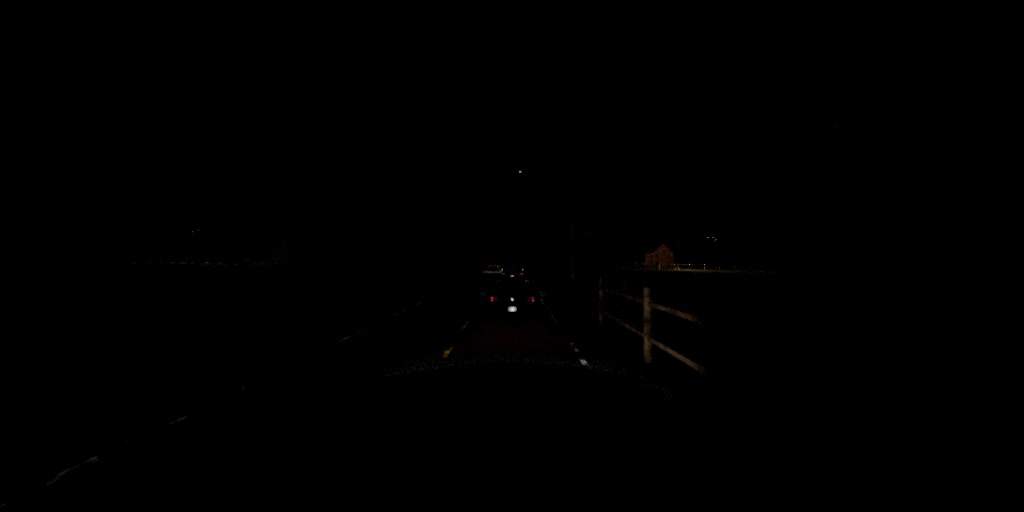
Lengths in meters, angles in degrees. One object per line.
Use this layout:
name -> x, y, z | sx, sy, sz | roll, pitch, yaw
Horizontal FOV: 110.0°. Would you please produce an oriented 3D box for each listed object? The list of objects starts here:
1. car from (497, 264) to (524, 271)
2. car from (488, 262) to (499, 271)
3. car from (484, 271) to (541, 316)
car -> 0.043, 1.520, 29.611 | 1.994, 1.385, 4.181 | 0, 0, 1
car -> -2.825, 1.665, 57.558 | 1.882, 1.535, 5.008 | 0, 0, 0
car -> 0.034, 1.436, 13.742 | 1.895, 1.301, 4.718 | 0, 0, 1
